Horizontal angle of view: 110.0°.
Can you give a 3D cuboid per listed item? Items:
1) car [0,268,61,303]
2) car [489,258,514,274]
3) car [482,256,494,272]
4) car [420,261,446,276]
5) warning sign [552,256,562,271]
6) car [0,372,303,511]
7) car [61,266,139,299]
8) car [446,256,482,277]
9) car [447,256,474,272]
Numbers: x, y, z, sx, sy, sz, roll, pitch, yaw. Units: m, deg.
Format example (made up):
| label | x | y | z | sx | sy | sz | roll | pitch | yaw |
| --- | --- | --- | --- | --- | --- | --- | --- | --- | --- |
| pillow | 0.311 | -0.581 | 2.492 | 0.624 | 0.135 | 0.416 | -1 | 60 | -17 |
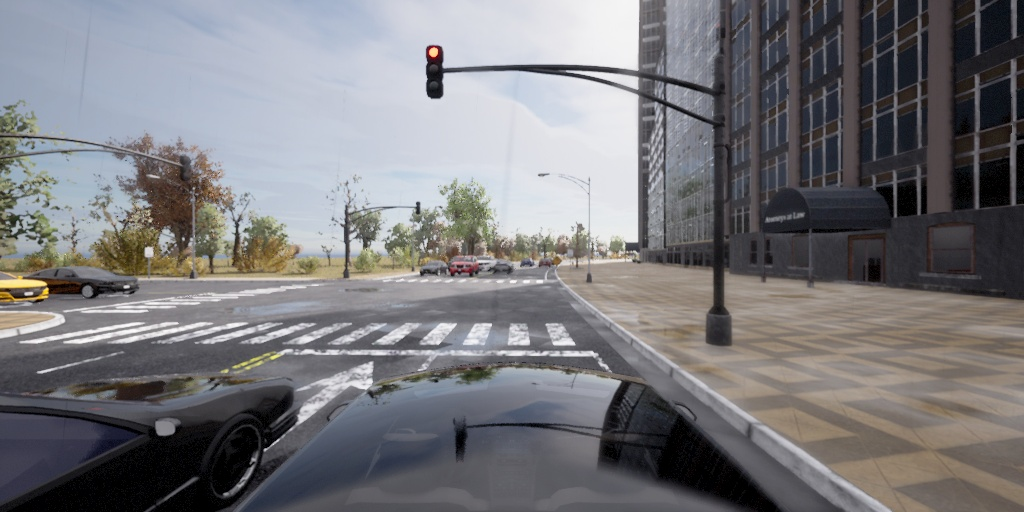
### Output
| label | x | y | z | sx | sy | sz | roll | pitch | yaw |
| --- | --- | --- | --- | --- | --- | --- | --- | --- | --- |
| car | -22.477 | 1.294 | 14.941 | 5.008 | 1.535 | 1.882 | 0 | 0 | 3 |
| car | -0.875 | 1.259 | 40.692 | 2.128 | 1.511 | 4.902 | 0 | 0 | 6 |
| car | -3.577 | 0.991 | 47.046 | 2.150 | 2.045 | 5.566 | 0 | 0 | 8 |
| car | -7.970 | 1.267 | 37.037 | 1.837 | 1.490 | 4.892 | 0 | 0 | 6 |
| warning sign | 5.512 | 0.887 | 43.966 | 1.300 | 1.860 | 1.060 | 0 | 0 | 7 |
| car | -3.127 | 1.297 | 1.264 | 2.033 | 1.411 | 5.357 | 0 | 0 | 1 |
| car | -21.836 | 1.282 | 18.163 | 5.008 | 1.535 | 1.882 | 0 | 0 | 4 |
| car | -4.778 | 0.985 | 36.750 | 2.150 | 2.045 | 5.566 | 0 | 0 | 3 |
| car | -6.784 | 0.990 | 47.583 | 2.150 | 2.045 | 5.566 | 0 | 0 | 7 |
